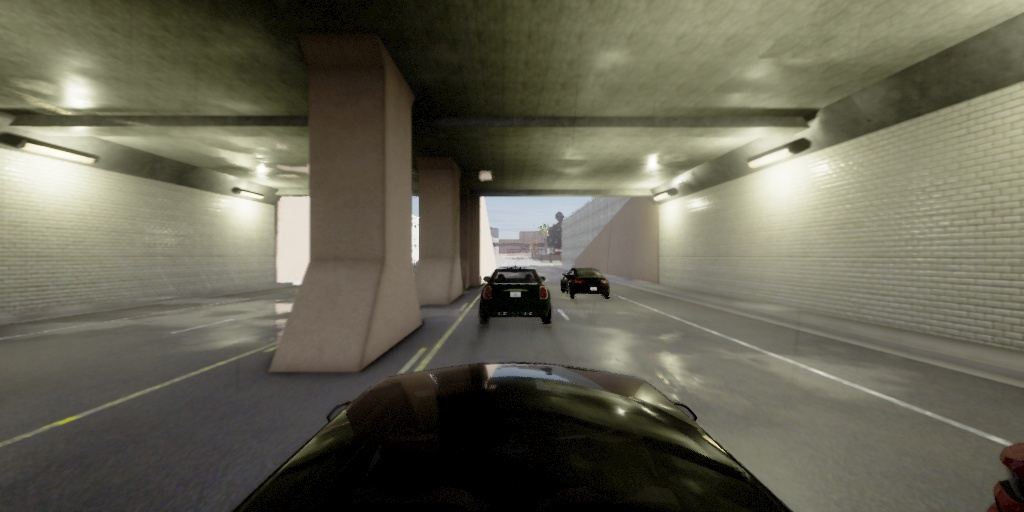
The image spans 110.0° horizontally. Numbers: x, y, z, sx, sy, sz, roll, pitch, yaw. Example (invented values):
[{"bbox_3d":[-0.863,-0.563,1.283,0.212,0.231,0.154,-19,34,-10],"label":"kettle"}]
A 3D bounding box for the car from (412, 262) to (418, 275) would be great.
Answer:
[{"bbox_3d":[-10.595,1.298,38.471,2.033,1.411,5.357,0,0,0],"label":"car"}]

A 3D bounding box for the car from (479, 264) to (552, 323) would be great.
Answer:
[{"bbox_3d":[0.099,1.102,12.190,2.097,1.767,4.553,0,0,0],"label":"car"}]

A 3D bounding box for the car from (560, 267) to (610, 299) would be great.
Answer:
[{"bbox_3d":[3.586,1.277,18.084,1.812,1.442,4.674,0,0,0],"label":"car"}]
